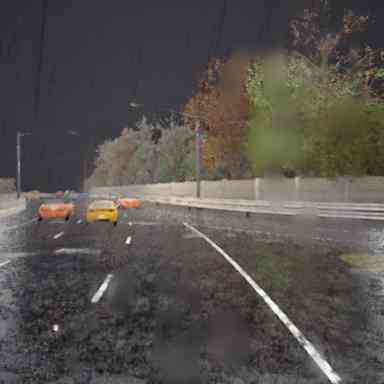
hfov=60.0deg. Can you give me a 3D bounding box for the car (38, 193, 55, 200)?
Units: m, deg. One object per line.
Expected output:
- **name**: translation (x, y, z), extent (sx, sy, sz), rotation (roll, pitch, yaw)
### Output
- **car**: translation (-32.211, 0.991, 73.525), extent (1.994, 1.385, 4.181), rotation (-1, 1, -45)

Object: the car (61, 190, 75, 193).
- **car**: translation (-27.734, 0.626, 75.616), extent (2.150, 2.045, 5.566), rotation (-1, 0, -29)

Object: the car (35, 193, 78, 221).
- **car**: translation (-10.452, 1.214, 25.932), extent (2.097, 1.767, 4.553), rotation (0, 0, -14)

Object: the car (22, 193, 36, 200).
- **car**: translation (-34.811, 0.947, 71.180), extent (1.882, 1.535, 5.008), rotation (-1, 1, -45)

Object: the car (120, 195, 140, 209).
- **car**: translation (-7.687, 1.099, 39.863), extent (2.097, 1.767, 4.553), rotation (0, 0, -21)

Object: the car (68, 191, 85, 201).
- **car**: translation (-23.780, 1.138, 69.313), extent (2.128, 1.511, 4.902), rotation (-1, 0, -33)

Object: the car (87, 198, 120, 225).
- **car**: translation (-6.172, 1.339, 23.119), extent (1.882, 1.535, 5.008), rotation (0, 0, -13)
